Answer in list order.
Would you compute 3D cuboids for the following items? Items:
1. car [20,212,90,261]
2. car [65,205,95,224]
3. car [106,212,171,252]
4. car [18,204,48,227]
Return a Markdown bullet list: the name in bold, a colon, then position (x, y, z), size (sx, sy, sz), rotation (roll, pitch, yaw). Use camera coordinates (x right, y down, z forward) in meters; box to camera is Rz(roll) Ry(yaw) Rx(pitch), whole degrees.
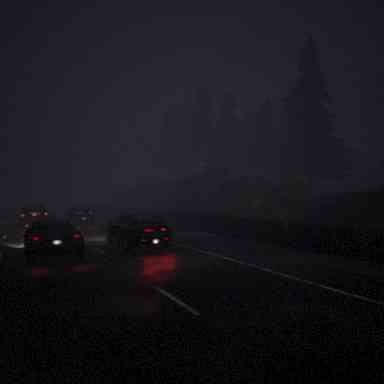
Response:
- **car**: position (-5.557, 1.730, 13.184), size (1.994, 1.385, 4.181), rotation (0, -1, -28)
- **car**: position (-9.555, 1.888, 28.200), size (2.128, 1.511, 4.902), rotation (0, -1, -28)
- **car**: position (-2.520, 1.657, 14.927), size (1.837, 1.490, 4.892), rotation (0, 0, -28)
- **car**: position (-12.584, 1.761, 26.439), size (2.097, 1.767, 4.553), rotation (0, -1, -28)
